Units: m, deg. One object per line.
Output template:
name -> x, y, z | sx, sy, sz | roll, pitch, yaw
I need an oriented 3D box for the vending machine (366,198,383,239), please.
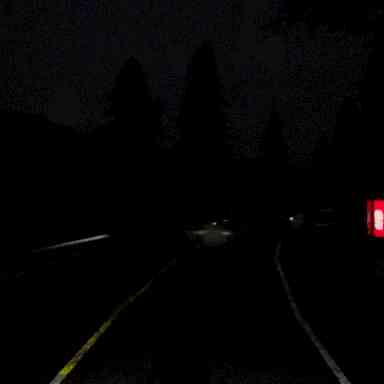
vending machine -> 9.989, 1.407, 17.929 | 1.100, 2.100, 0.880 | 0, -1, 27

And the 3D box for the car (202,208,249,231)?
car -> 2.298, 1.766, 22.086 | 1.994, 1.385, 4.181 | 0, -1, 28

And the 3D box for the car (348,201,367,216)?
car -> 19.397, 1.785, 37.437 | 2.097, 1.767, 4.553 | 0, -1, 45

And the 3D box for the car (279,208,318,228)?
car -> 7.812, 1.816, 24.240 | 1.994, 1.385, 4.181 | 0, -1, 32
